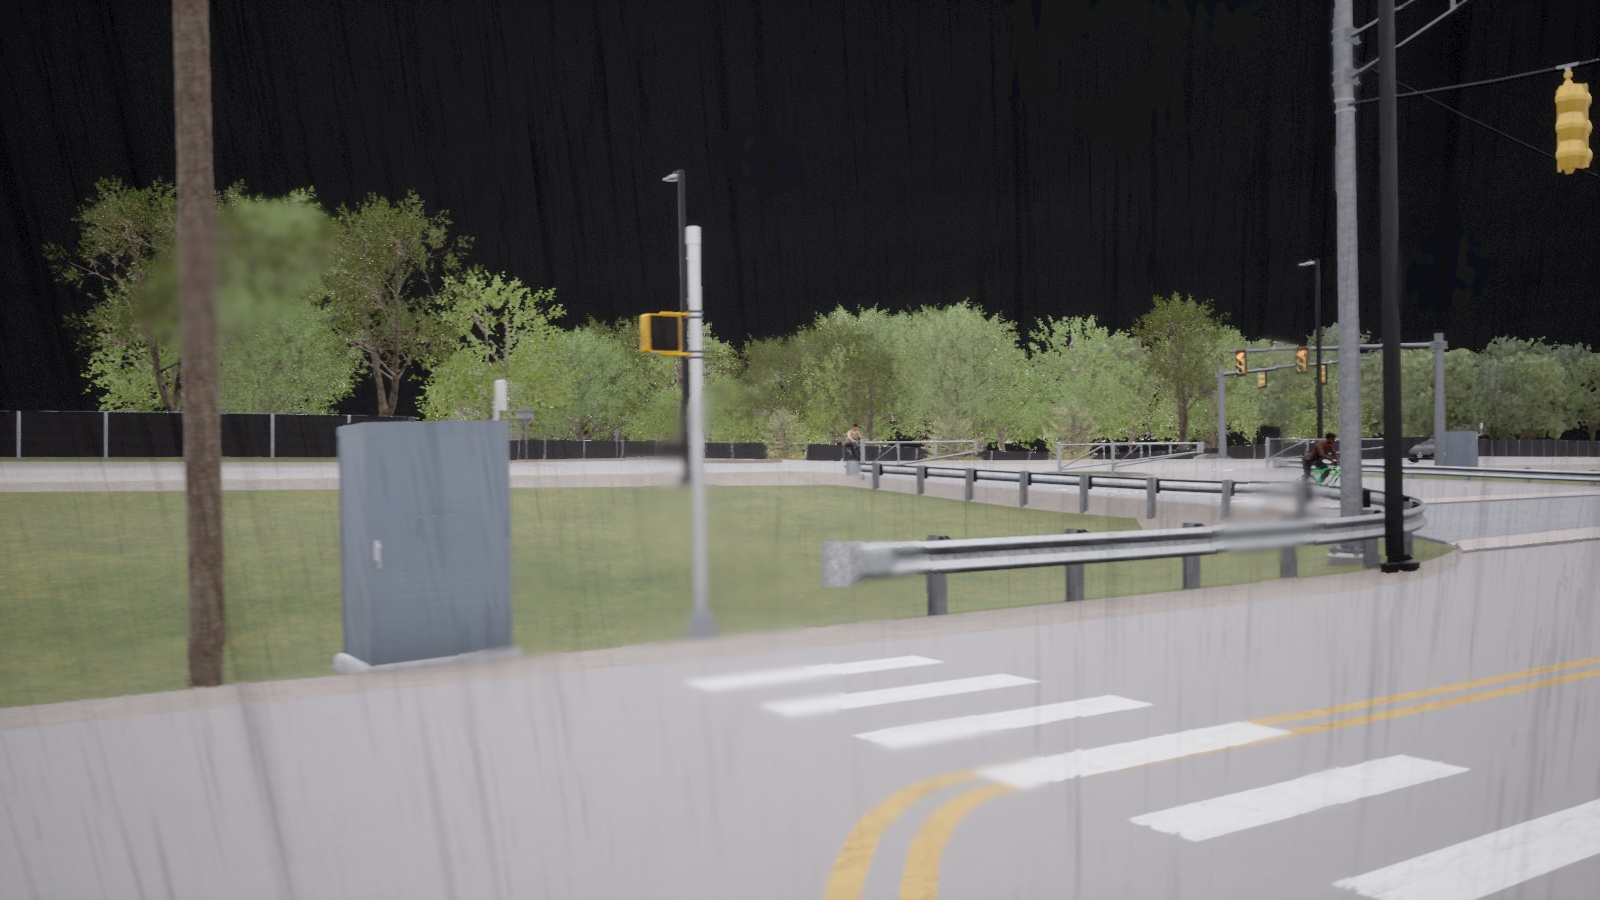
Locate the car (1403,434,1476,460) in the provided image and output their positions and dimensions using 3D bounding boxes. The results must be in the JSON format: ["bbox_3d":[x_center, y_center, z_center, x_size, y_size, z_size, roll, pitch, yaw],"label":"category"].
[{"bbox_3d":[38.865,-0.171,76.331,4.514,1.525,2.007,0,0,-34],"label":"car"}]

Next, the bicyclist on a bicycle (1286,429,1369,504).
[{"bbox_3d":[11.855,0.385,28.274,0.582,1.620,1.656,0,-3,-27],"label":"bicyclist on a bicycle"}]
